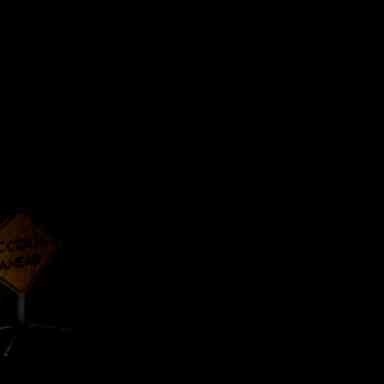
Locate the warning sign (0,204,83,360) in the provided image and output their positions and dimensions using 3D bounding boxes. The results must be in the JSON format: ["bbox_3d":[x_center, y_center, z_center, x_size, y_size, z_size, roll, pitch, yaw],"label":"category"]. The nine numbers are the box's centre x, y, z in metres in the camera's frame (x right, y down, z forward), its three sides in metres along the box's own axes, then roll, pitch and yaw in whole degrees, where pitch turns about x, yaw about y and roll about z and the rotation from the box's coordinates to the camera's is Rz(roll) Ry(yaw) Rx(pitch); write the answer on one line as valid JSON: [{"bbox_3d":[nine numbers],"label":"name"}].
[{"bbox_3d":[-2.489,1.127,4.831,1.060,1.860,1.300,-1,0,35],"label":"warning sign"}]
